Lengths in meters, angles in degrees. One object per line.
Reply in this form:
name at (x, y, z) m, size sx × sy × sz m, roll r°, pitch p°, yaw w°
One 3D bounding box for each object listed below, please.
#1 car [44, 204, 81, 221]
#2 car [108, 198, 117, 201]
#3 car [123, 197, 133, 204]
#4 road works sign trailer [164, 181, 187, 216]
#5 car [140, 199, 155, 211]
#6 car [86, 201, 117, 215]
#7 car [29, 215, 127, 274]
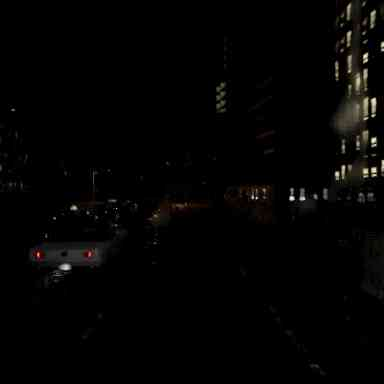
car at (-11.113, 1.717, 29.031) m, size 2.033 × 1.411 × 5.357 m, roll 0°, pitch 0°, yaw -5°
car at (-16.842, 1.892, 70.437) m, size 1.895 × 1.301 × 4.718 m, roll 0°, pitch 0°, yaw -11°
car at (-13.393, 1.841, 69.753) m, size 1.812 × 1.442 × 4.674 m, roll 0°, pitch 0°, yaw -10°
road works sign trailer at (-1.742, 0.646, 35.370) m, size 2.380 × 3.560 × 2.880 m, roll 0°, pitch 0°, yaw -6°
car at (-6.160, 1.762, 45.943) m, size 1.812 × 1.442 × 4.674 m, roll 0°, pitch 0°, yaw -7°
car at (-7.853, 1.764, 28.969) m, size 1.895 × 1.301 × 4.718 m, roll 0°, pitch 0°, yaw -5°
car at (-3.354, 1.665, 10.840) m, size 1.895 × 1.301 × 4.718 m, roll 0°, pitch 0°, yaw -2°
